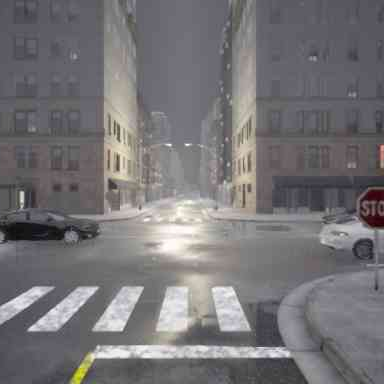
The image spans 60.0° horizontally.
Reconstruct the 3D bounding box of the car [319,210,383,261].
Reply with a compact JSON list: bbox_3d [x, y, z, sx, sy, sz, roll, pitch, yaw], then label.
[{"bbox_3d":[6.924,1.518,11.715,4.674,1.442,1.812,0,0,0],"label":"car"}]

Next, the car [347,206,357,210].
[{"bbox_3d":[9.635,1.486,18.420,4.892,1.490,1.837,0,0,0],"label":"car"}]

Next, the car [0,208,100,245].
[{"bbox_3d":[-6.706,1.485,14.948,5.008,1.535,1.882,0,0,0],"label":"car"}]
